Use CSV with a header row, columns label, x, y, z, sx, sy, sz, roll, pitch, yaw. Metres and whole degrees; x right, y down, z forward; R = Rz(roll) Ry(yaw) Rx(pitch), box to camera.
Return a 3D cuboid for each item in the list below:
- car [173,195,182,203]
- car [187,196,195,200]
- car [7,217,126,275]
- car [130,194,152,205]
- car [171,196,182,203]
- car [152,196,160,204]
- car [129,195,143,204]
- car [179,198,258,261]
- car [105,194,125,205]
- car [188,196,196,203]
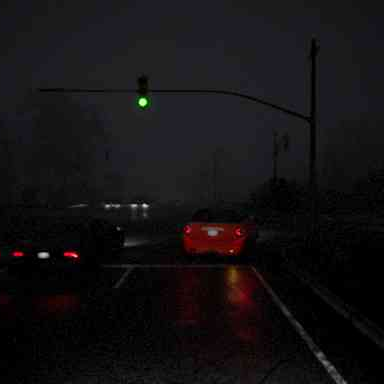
label,x,y,z,sx,sy,sz,roll,pitch,yaw
car,-3.508,1.764,82.480,2.097,1.767,4.553,0,-2,0
car,-0.007,1.731,72.066,1.837,1.490,4.892,0,-2,0
car,-3.415,1.465,10.170,2.033,1.411,5.357,0,1,0
car,-7.089,0.998,46.224,1.837,1.490,4.892,0,-1,0
car,-3.507,1.842,72.509,1.895,1.301,4.718,0,-2,0
car,-7.029,1.470,62.117,2.033,1.411,5.357,0,-2,1
car,-10.524,1.426,62.925,1.882,1.535,5.008,0,-2,0
car,1.183,1.234,12.209,2.097,1.767,4.553,1,1,15
car,-10.590,1.039,46.077,2.033,1.411,5.357,0,-1,0
car,-0.008,1.887,82.506,1.882,1.535,5.008,0,-2,0
